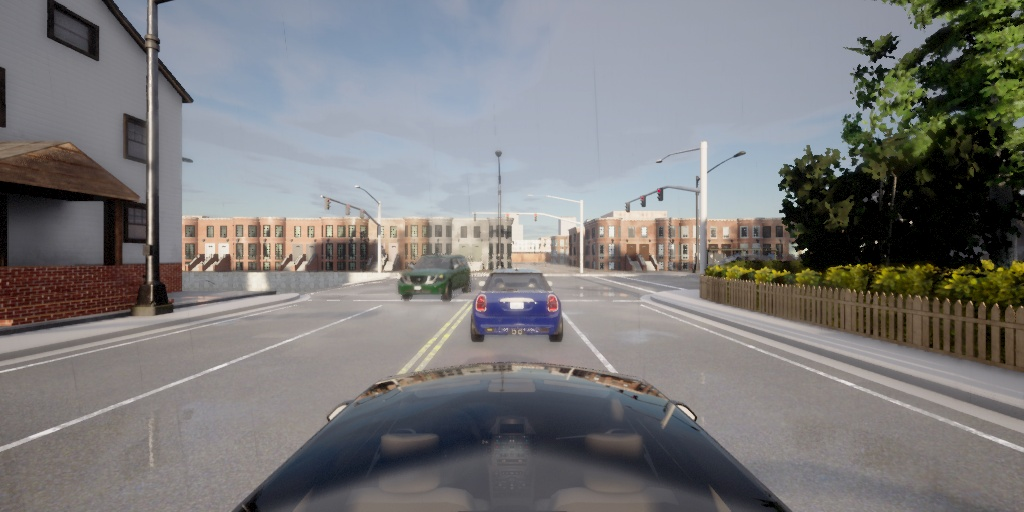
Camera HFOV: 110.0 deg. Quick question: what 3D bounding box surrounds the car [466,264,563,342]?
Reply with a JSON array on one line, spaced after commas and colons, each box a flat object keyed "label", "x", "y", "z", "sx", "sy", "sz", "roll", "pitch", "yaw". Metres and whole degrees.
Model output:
[{"label": "car", "x": 0.109, "y": 1.102, "z": 9.948, "sx": 2.097, "sy": 1.767, "sz": 4.553, "roll": 0, "pitch": 0, "yaw": 0}]

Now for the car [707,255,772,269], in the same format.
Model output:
[{"label": "car", "x": 18.731, "y": 0.969, "z": 29.664, "sx": 5.566, "sy": 2.045, "sz": 2.150, "roll": 0, "pitch": 0, "yaw": 0}]

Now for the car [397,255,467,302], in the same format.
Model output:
[{"label": "car", "x": -3.574, "y": 0.971, "z": 17.601, "sx": 2.150, "sy": 2.045, "sz": 5.566, "roll": -1, "pitch": 0, "yaw": 8}]
